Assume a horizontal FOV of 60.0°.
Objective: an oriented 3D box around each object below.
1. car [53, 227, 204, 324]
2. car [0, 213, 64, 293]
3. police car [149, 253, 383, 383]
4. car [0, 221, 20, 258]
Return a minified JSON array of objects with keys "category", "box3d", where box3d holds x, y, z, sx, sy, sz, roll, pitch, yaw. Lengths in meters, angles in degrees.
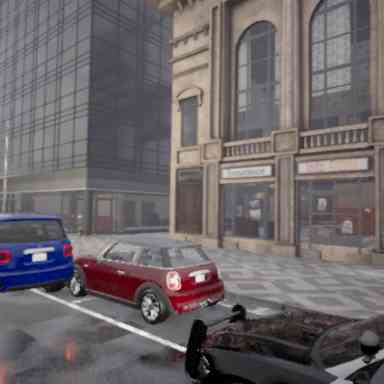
[{"category":"car","box3d":[-1.312,1.809,8.030,4.097,1.590,1.967,-1,-4,41]},{"category":"car","box3d":[-5.383,1.559,8.981,5.566,2.045,2.150,-1,-4,40]},{"category":"police car","box3d":[2.180,1.604,2.571,5.238,1.638,1.930,-1,-4,41]},{"category":"car","box3d":[-9.939,2.080,15.439,4.829,1.417,1.752,-1,-4,41]}]
